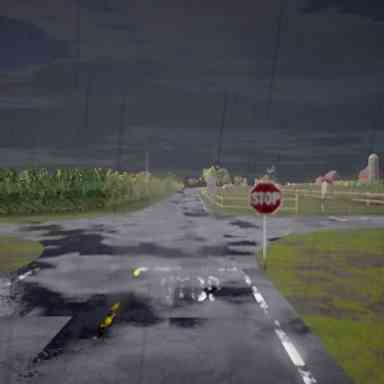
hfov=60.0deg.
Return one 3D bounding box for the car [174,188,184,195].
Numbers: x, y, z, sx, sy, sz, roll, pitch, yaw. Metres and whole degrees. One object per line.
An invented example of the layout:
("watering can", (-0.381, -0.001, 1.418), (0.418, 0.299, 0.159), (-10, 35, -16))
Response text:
("car", (-2.652, -0.199, 69.685), (2.033, 1.411, 5.357), (0, 1, 0))
